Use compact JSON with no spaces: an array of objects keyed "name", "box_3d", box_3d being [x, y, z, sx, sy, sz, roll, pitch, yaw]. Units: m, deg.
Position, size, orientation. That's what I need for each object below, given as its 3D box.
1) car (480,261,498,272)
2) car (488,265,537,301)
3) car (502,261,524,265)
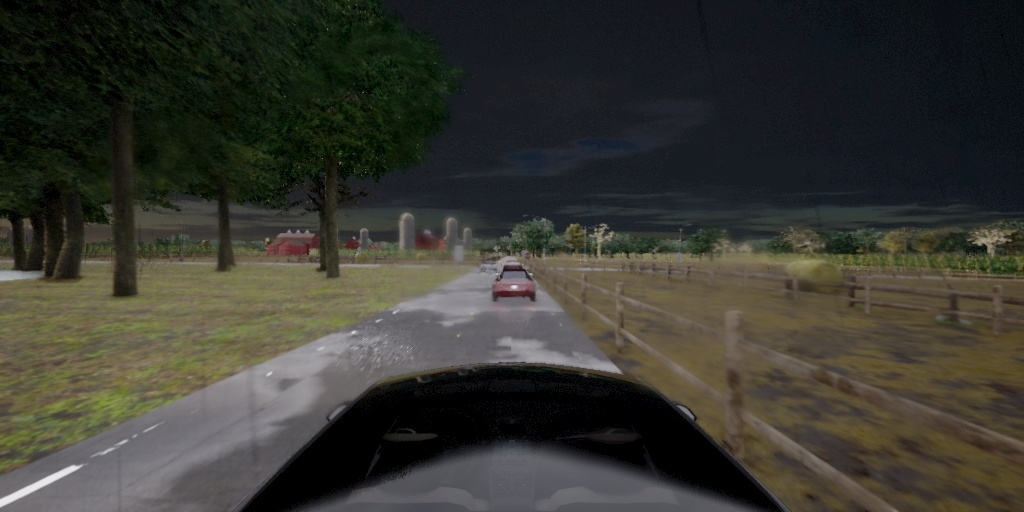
[{"name":"car","box_3d":[-2.756,1.255,43.446,1.895,1.301,4.718,0,0,0]},{"name":"car","box_3d":[0.103,1.290,17.175,1.994,1.385,4.181,0,0,0]},{"name":"car","box_3d":[0.105,1.161,33.796,1.882,1.535,5.008,0,0,0]}]
